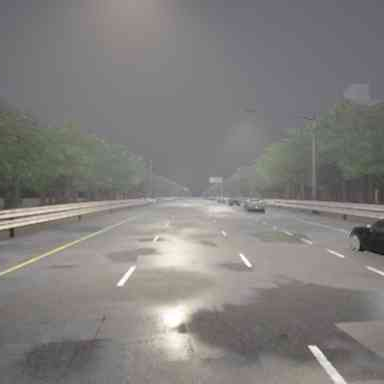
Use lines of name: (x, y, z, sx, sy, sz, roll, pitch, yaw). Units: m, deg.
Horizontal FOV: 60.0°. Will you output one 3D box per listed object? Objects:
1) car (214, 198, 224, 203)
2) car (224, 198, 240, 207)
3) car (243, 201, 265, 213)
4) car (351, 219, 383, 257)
car: (7.396, 2.217, 85.590, 1.994, 1.385, 4.181, 0, -1, 1)
car: (7.179, 1.805, 57.737, 1.837, 1.490, 4.892, 0, -1, 0)
car: (7.079, 1.672, 38.252, 1.994, 1.385, 4.181, 0, 0, 0)
car: (7.007, 1.495, 10.770, 1.882, 1.535, 5.008, 0, 0, 0)
